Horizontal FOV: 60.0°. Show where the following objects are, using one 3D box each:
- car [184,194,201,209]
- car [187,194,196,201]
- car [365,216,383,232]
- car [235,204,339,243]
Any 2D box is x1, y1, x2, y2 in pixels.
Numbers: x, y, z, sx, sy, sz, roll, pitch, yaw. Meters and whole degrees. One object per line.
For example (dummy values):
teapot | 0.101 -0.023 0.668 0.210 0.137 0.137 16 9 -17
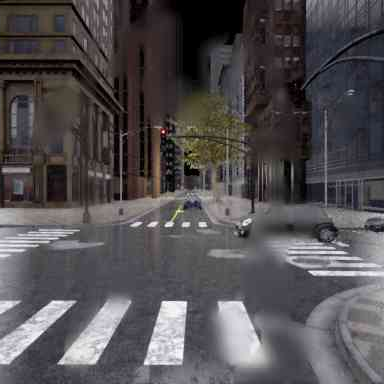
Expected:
car | 0.053 1.191 43.274 2.097 1.767 4.553 0 0 0
car | -0.056 1.109 70.734 1.812 1.442 4.674 0 1 0
car | 11.907 1.631 18.350 4.403 1.369 2.008 0 0 0
car | 4.347 1.373 15.717 4.553 1.767 2.097 1 0 0
